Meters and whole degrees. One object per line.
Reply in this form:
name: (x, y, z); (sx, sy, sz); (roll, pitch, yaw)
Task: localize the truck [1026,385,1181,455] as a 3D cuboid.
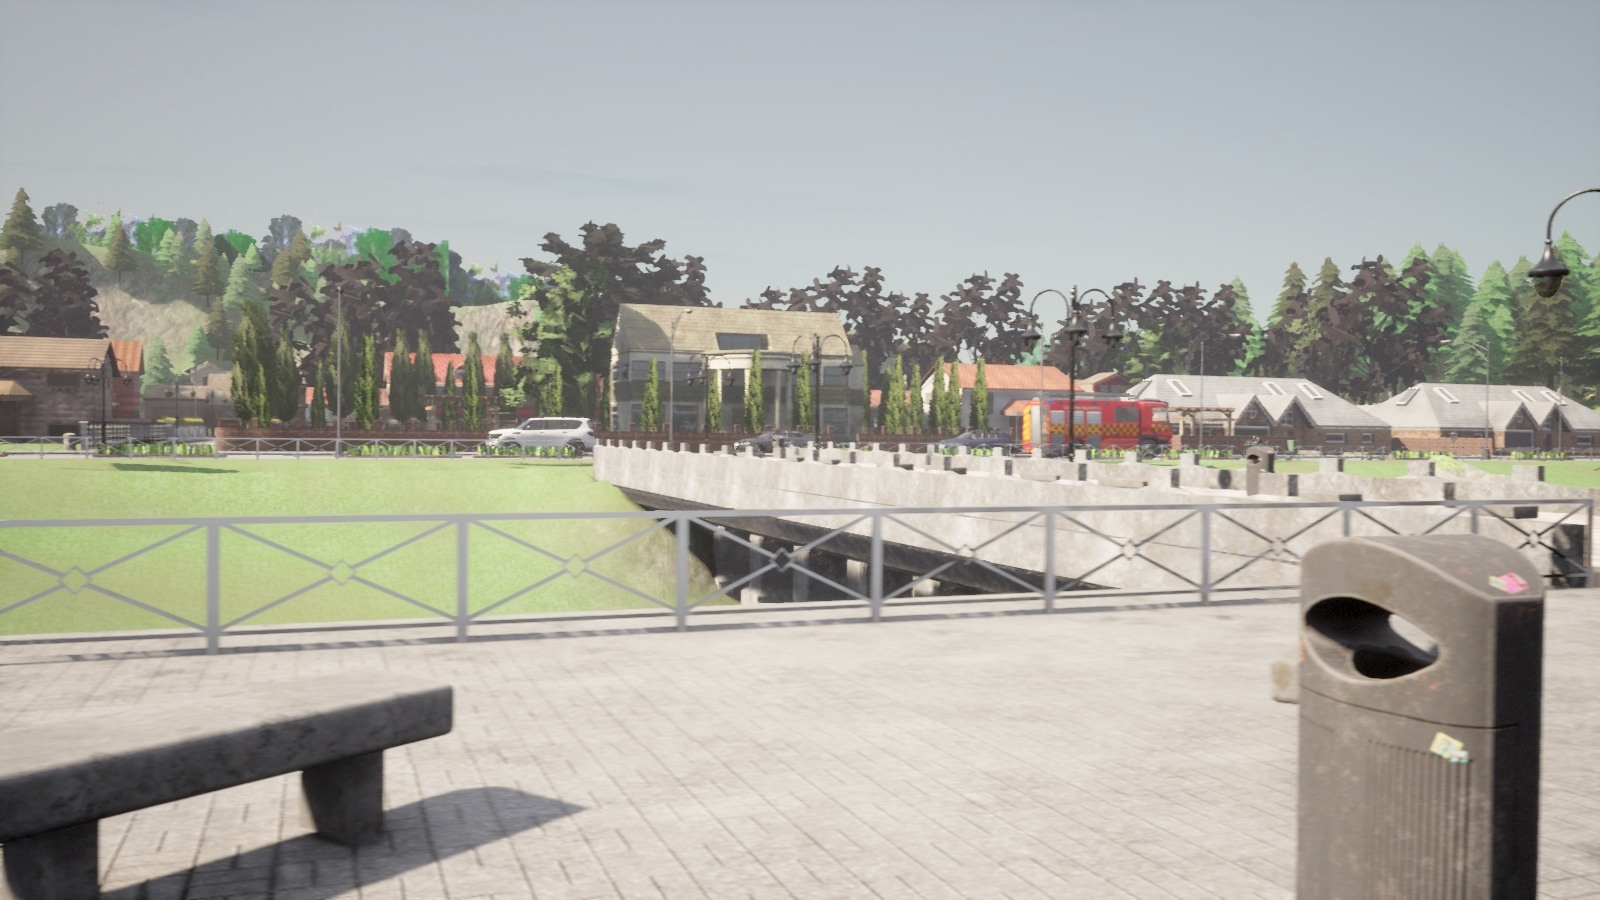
truck: (17.440, -1.728, 72.072); (8.468, 3.827, 2.891); (-1, 1, -21)

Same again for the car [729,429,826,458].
car: (-1.258, -0.359, 69.269); (4.902, 1.511, 2.128); (-1, 1, -21)

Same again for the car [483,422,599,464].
car: (-13.338, -0.391, 64.683); (5.566, 2.045, 2.150); (-1, 1, -21)

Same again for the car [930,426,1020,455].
car: (10.245, -0.581, 73.633); (4.856, 1.649, 2.033); (-1, 1, -21)
